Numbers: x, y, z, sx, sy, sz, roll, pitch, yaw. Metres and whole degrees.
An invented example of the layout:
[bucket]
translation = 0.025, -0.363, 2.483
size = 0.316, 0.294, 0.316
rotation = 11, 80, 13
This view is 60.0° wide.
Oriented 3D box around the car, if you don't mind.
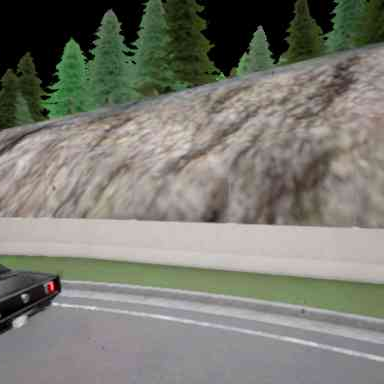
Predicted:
[car]
translation = -4.669, 1.595, 5.186
size = 4.718, 1.301, 1.895
rotation = 0, 0, 10
